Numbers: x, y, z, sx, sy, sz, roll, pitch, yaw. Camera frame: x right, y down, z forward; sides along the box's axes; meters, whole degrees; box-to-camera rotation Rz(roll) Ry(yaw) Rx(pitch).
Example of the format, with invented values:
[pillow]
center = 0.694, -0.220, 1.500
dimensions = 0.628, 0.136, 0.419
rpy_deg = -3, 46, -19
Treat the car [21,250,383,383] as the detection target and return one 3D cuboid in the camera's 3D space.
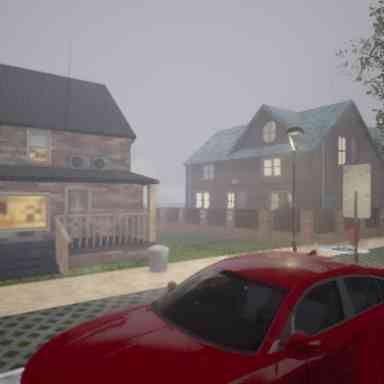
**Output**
[car]
center = 0.855, 1.496, 3.716
dimensions = 5.008, 1.535, 1.882
rpy_deg = 0, 0, -36
